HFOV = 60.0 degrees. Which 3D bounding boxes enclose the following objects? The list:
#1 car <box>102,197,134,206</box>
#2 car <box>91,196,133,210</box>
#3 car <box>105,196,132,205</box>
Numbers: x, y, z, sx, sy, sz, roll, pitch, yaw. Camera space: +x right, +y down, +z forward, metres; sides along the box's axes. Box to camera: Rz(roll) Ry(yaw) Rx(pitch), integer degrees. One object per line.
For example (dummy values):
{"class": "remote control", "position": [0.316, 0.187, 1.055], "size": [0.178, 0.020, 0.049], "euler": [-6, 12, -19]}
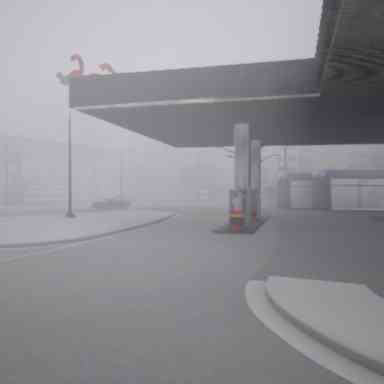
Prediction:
{"class": "car", "position": [-12.743, 1.542, 57.566], "size": [2.033, 1.411, 5.357], "euler": [0, 0, 42]}
{"class": "car", "position": [-10.400, 1.544, 43.166], "size": [2.033, 1.411, 5.357], "euler": [0, 0, 36]}
{"class": "car", "position": [-13.495, 1.520, 61.127], "size": [4.674, 1.442, 1.812], "euler": [0, 0, -43]}
